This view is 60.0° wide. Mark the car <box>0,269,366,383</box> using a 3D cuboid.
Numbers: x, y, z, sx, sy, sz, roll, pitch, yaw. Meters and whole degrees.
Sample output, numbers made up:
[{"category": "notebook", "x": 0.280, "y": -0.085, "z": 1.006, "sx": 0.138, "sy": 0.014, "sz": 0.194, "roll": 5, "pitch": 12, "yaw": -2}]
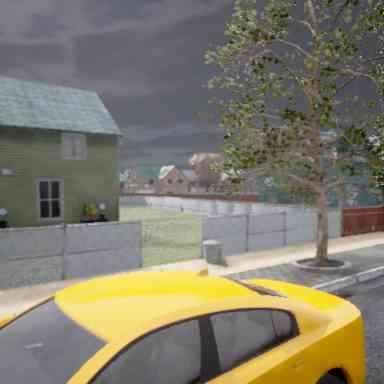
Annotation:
[{"category": "car", "x": -0.554, "y": 1.497, "z": 2.654, "sx": 5.008, "sy": 1.535, "sz": 1.882, "roll": 0, "pitch": -1, "yaw": -37}]
